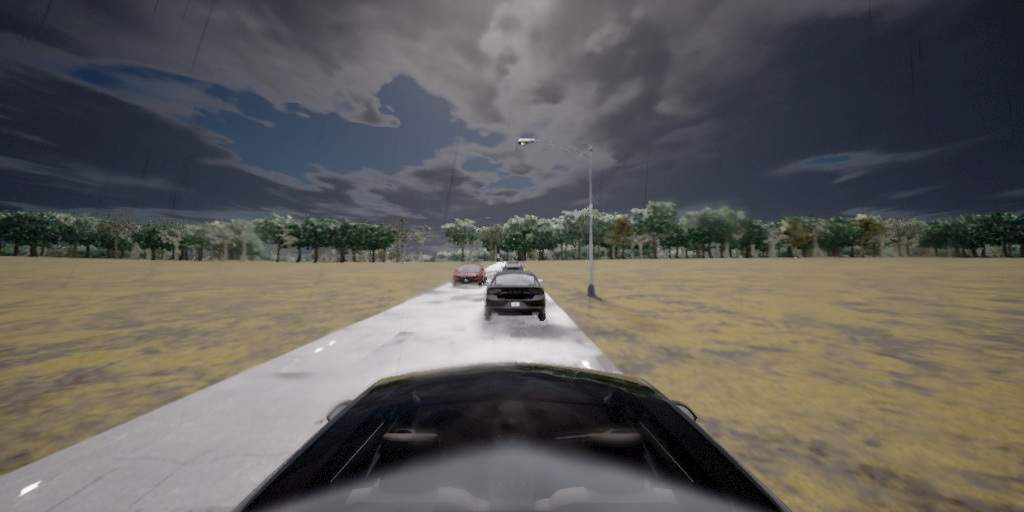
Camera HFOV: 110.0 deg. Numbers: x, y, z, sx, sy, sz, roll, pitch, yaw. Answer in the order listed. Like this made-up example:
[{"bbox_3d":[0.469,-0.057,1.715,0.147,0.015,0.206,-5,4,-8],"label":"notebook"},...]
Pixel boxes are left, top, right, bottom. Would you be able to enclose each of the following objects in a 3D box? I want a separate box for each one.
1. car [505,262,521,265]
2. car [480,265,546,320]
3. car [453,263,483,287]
[{"bbox_3d":[0.095,1.286,31.812,1.837,1.490,4.892,0,0,0],"label":"car"},{"bbox_3d":[0.097,1.239,12.749,1.882,1.535,5.008,0,0,0],"label":"car"},{"bbox_3d":[-2.850,1.252,24.841,1.882,1.535,5.008,0,0,0],"label":"car"}]
